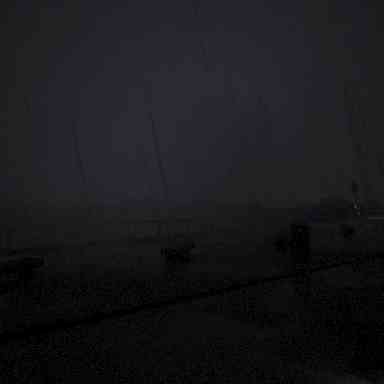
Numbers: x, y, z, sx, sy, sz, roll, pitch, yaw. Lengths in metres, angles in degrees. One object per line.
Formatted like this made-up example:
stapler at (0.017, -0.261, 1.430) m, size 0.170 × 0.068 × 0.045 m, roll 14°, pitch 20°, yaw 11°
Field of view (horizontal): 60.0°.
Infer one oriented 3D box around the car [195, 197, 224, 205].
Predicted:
car at (2.679, 1.491, 46.513) m, size 2.128 × 1.511 × 4.902 m, roll 0°, pitch 0°, yaw -35°

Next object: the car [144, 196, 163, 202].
car at (-7.033, 1.443, 60.407) m, size 1.812 × 1.442 × 4.674 m, roll 0°, pitch 0°, yaw -35°

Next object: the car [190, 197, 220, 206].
car at (2.007, 1.547, 54.553) m, size 2.033 × 1.411 × 5.357 m, roll 0°, pitch 0°, yaw -35°

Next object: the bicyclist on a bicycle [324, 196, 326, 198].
bicyclist on a bicycle at (16.603, 1.349, 41.360) m, size 1.656 × 1.620 × 0.582 m, roll 0°, pitch 0°, yaw -35°

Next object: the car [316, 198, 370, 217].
car at (13.837, 1.351, 30.729) m, size 2.097 × 1.767 × 4.553 m, roll 0°, pitch 0°, yaw -35°
